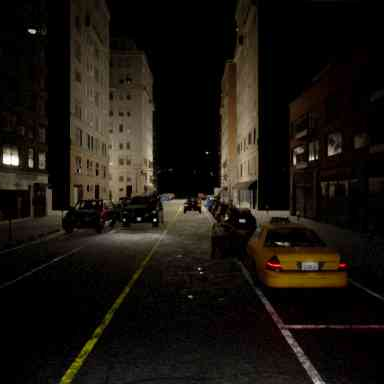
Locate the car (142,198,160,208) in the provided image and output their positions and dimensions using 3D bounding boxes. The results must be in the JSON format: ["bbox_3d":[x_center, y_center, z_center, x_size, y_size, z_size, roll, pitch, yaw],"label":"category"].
[{"bbox_3d":[-5.856,1.533,48.027,2.008,1.369,4.403,0,0,0],"label":"car"}]

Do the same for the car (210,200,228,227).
[{"bbox_3d":[2.668,1.564,25.366,1.947,1.339,4.313,0,0,0],"label":"car"}]

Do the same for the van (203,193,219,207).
[{"bbox_3d":[2.670,1.330,42.375,1.690,1.788,3.998,0,0,0],"label":"van"}]

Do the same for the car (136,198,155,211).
[{"bbox_3d":[-5.856,1.514,42.190,1.752,1.417,4.829,0,0,0],"label":"car"}]

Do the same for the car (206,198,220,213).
[{"bbox_3d":[2.669,1.548,31.035,2.008,1.369,4.403,0,0,0],"label":"car"}]

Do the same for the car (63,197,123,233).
[{"bbox_3d":[-5.857,1.313,19.686,2.192,1.841,5.009,0,0,0],"label":"car"}]

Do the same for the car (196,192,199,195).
[{"bbox_3d":[2.672,1.247,86.410,2.192,1.841,5.009,0,0,0],"label":"car"}]

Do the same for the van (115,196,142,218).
[{"bbox_3d":[-5.857,1.338,31.021,1.690,1.788,3.998,0,0,0],"label":"van"}]

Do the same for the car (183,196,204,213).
[{"bbox_3d":[0.072,1.520,36.115,1.812,1.442,4.674,0,0,0],"label":"car"}]

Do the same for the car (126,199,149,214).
[{"bbox_3d":[-5.856,1.520,36.520,1.752,1.417,4.829,0,0,0],"label":"car"}]

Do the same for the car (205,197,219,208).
[{"bbox_3d":[2.669,1.576,36.705,1.802,1.307,4.206,0,0,0],"label":"car"}]

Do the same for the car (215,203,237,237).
[{"bbox_3d":[2.668,1.564,19.697,1.947,1.339,4.313,0,0,0],"label":"car"}]

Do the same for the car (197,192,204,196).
[{"bbox_3d":[2.671,1.390,75.240,1.967,1.590,4.097,0,0,0],"label":"car"}]

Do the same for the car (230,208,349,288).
[{"bbox_3d":[2.351,1.456,9.189,1.801,1.575,5.366,0,0,0],"label":"car"}]

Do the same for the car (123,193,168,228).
[{"bbox_3d":[-3.100,1.219,22.259,2.150,2.045,5.566,0,0,0],"label":"car"}]

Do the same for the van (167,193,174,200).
[{"bbox_3d":[-5.853,1.263,91.980,1.690,1.788,3.998,0,0,0],"label":"van"}]

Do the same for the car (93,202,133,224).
[{"bbox_3d":[-5.857,1.549,25.353,2.008,1.369,4.403,0,0,0],"label":"car"}]

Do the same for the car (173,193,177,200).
[{"bbox_3d":[-5.854,1.247,86.395,2.192,1.841,5.009,0,0,0],"label":"car"}]

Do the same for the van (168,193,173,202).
[{"bbox_3d":[-5.854,1.291,75.223,1.690,1.788,3.998,0,0,0],"label":"van"}]
